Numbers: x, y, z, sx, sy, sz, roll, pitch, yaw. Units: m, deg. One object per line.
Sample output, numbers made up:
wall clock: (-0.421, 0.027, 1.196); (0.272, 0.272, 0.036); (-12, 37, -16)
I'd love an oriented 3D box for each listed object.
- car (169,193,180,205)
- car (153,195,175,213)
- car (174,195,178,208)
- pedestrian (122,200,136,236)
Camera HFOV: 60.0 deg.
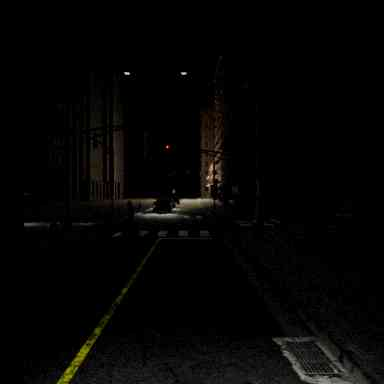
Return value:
car: (-3.346, 1.222, 60.184); (2.150, 2.045, 5.566); (0, 0, 1)
car: (-3.274, 1.479, 37.812); (1.882, 1.535, 5.008); (0, 0, 0)
car: (-3.321, 1.528, 47.775); (1.812, 1.442, 4.674); (0, 0, 0)
pedestrian: (-3.121, 1.294, 16.585); (0.375, 1.860, 0.375); (0, 0, 0)
